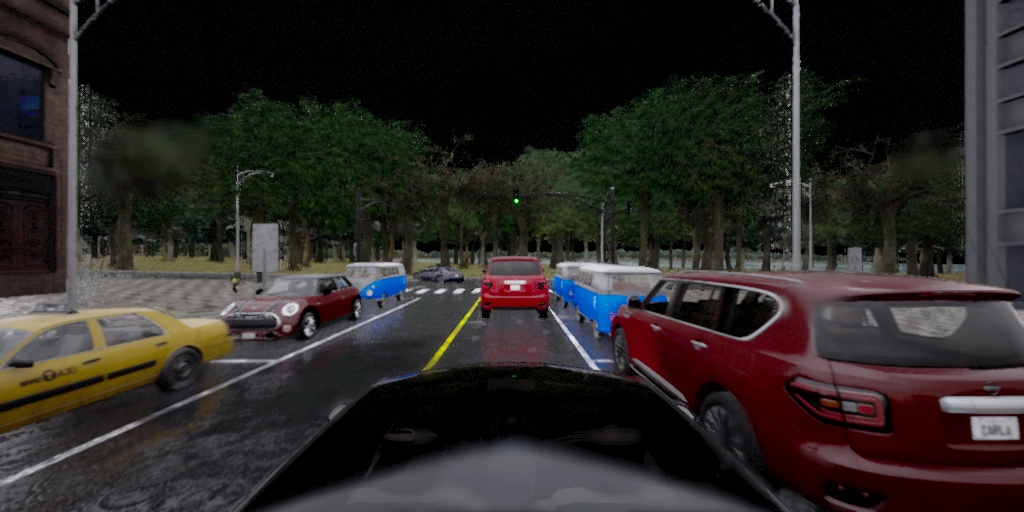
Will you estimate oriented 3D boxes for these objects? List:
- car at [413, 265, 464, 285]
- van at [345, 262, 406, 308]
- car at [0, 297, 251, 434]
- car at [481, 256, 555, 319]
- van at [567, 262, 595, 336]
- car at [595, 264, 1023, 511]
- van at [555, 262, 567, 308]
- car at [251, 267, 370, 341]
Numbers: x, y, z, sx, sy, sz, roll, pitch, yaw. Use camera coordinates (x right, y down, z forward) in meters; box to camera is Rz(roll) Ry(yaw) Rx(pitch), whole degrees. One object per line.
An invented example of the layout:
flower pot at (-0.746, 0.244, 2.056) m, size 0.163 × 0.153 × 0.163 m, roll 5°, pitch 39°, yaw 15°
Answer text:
car at (-5.677, 1.381, 27.519) m, size 4.181 × 1.385 × 1.994 m, roll 1°, pitch 0°, yaw 37°
van at (-5.792, 1.162, 15.289) m, size 1.690 × 1.789 × 3.998 m, roll 0°, pitch 0°, yaw 0°
car at (-5.766, 1.290, 4.244) m, size 1.751 × 1.417 × 4.829 m, roll 0°, pitch 0°, yaw 0°
car at (0.073, 1.032, 13.213) m, size 2.150 × 2.045 × 5.566 m, roll 0°, pitch 0°, yaw 0°
van at (2.746, 1.133, 9.871) m, size 1.690 × 1.789 × 3.998 m, roll 0°, pitch 0°, yaw 0°
car at (2.759, 1.079, 4.434) m, size 2.192 × 1.841 × 5.009 m, roll 0°, pitch 0°, yaw 0°
van at (2.734, 1.162, 15.308) m, size 1.690 × 1.789 × 3.998 m, roll 0°, pitch 0°, yaw 0°
car at (-5.779, 1.233, 9.851) m, size 1.967 × 1.591 × 4.097 m, roll 0°, pitch 0°, yaw 0°
